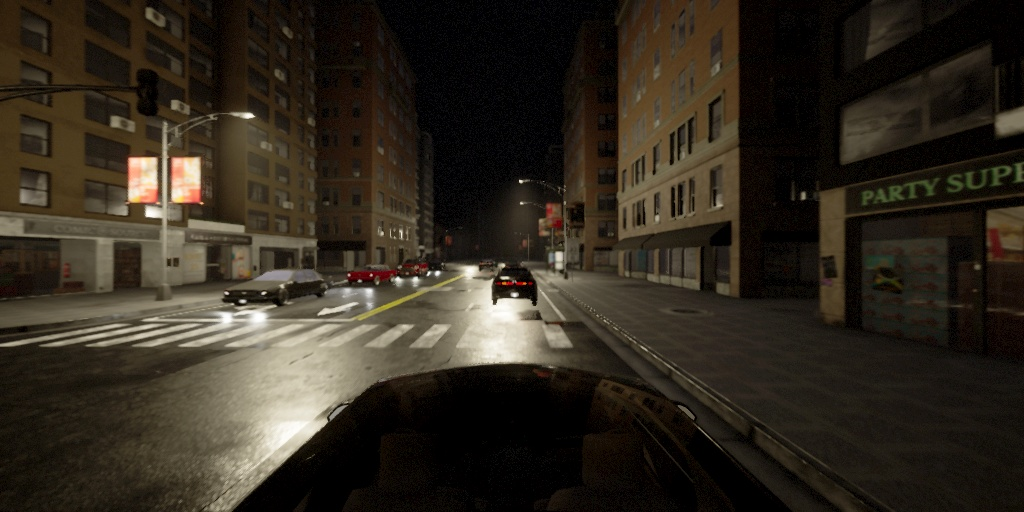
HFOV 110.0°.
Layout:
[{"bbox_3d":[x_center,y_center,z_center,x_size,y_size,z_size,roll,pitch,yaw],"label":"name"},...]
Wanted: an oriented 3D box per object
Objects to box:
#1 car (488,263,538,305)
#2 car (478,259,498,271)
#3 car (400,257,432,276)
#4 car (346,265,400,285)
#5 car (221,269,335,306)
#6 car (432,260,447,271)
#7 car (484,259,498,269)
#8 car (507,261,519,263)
[{"bbox_3d":[0.101,1.225,15.953,1.837,1.490,4.892,0,0,0],"label":"car"},{"bbox_3d":[-3.247,1.158,46.307,2.128,1.511,4.902,0,0,0],"label":"car"},{"bbox_3d":[-9.748,1.037,35.567,2.097,1.767,4.553,0,0,0],"label":"car"},{"bbox_3d":[-9.826,1.304,25.371,1.895,1.301,4.718,0,0,0],"label":"car"},{"bbox_3d":[-9.848,1.269,15.772,2.033,1.411,5.357,0,0,0],"label":"car"},{"bbox_3d":[-9.777,1.230,46.452,1.994,1.385,4.181,0,0,1],"label":"car"},{"bbox_3d":[-3.246,1.214,56.804,1.994,1.385,4.181,0,0,0],"label":"car"},{"bbox_3d":[0.110,1.206,38.031,1.812,1.442,4.674,0,0,0],"label":"car"}]
